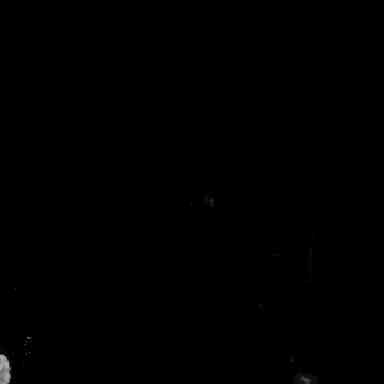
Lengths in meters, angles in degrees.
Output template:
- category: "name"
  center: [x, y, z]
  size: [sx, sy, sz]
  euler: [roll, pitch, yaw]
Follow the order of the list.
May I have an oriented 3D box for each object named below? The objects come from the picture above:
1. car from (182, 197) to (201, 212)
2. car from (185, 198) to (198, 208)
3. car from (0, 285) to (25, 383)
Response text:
- category: "car"
  center: [-0.080, 1.353, 37.969]
  size: [2.097, 1.767, 4.553]
  euler: [0, 0, 0]
- category: "car"
  center: [-0.101, 1.613, 49.357]
  size: [1.895, 1.301, 4.718]
  euler: [0, 0, 0]
- category: "car"
  center: [-2.836, 1.506, 1.895]
  size: [1.837, 1.490, 4.892]
  euler: [0, -1, 0]
